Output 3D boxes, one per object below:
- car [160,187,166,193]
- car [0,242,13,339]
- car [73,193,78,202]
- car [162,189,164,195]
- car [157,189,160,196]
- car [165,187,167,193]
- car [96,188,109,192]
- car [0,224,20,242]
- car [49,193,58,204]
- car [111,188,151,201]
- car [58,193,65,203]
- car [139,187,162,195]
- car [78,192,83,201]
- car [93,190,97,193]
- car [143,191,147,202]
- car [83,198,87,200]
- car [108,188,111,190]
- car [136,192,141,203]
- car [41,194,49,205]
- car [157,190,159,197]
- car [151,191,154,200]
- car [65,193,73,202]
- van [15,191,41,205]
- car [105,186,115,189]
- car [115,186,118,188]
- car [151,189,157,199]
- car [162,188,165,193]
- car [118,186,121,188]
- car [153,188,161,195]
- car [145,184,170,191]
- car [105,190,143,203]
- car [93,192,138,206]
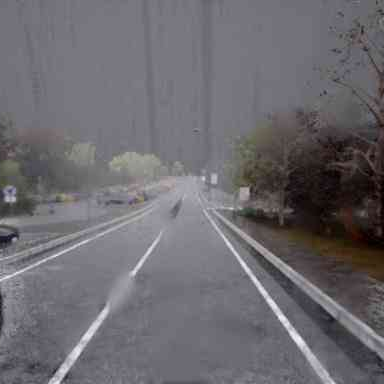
[{"bbox_3d":[-9.887,0.201,86.002,5.008,1.535,2.097,0,3,0],"label":"car"},{"bbox_3d":[-3.332,1.496,2.310,2.128,1.511,4.902,0,0,0],"label":"car"},{"bbox_3d":[-23.339,0.993,58.173,5.366,1.575,1.946,0,0,0],"label":"car"},{"bbox_3d":[-9.931,0.470,80.430,4.674,1.452,2.002,0,2,0],"label":"car"},{"bbox_3d":[-10.012,0.740,72.078,4.792,1.488,2.163,0,2,0],"label":"car"},{"bbox_3d":[-9.845,0.104,88.787,4.792,1.488,2.163,0,3,0],"label":"car"},{"bbox_3d":[-22.842,0.530,77.554,5.366,1.575,1.946,0,2,0],"label":"car"},{"bbox_3d":[-10.040,1.656,14.397,4.792,1.488,2.163,0,0,0],"label":"car"},{"bbox_3d":[-23.212,1.089,49.673,4.674,1.452,2.002,0,0,0],"label":"car"},{"bbox_3d":[-10.120,0.777,55.353,5.566,2.045,2.435,0,0,0],"label":"car"},{"bbox_3d":[-23.219,1.070,52.585,4.792,1.488,2.163,0,0,0],"label":"car"},{"bbox_3d":[-9.978,0.407,77.638,4.553,1.767,2.185,0,2,0],"label":"car"},{"bbox_3d":[-23.107,0.990,60.828,4.792,1.488,2.163,0,1,0],"label":"car"},{"bbox_3d":[-23.075,0.783,69.325,4.892,1.521,2.231,0,1,0],"label":"car"},{"bbox_3d":[-10.105,1.046,52.561,5.008,1.535,2.097,0,0,0],"label":"car"},{"bbox_3d":[-23.113,0.910,63.618,5.008,1.535,2.097,0,1,0],"label":"car"},{"bbox_3d":[-23.015,0.431,80.343,5.008,1.535,2.097,0,2,0],"label":"car"},{"bbox_3d":[-10.175,1.085,46.996,4.792,1.488,2.163,0,0,0],"label":"car"},{"bbox_3d":[-23.230,1.089,46.888,4.674,1.452,2.002,0,0,0],"label":"car"},{"bbox_3d":[-9.972,0.816,69.292,4.792,1.488,2.163,0,2,0],"label":"car"},{"bbox_3d":[-10.026,0.993,60.923,4.792,1.488,2.163,0,1,0],"label":"car"},{"bbox_3d":[-23.357,1.020,55.378,5.366,1.575,1.946,0,0,0],"label":"car"},{"bbox_3d":[-23.118,0.826,44.213,4.442,1.987,1.878,1,0,0],"label":"van"},{"bbox_3d":[-23.019,0.070,83.120,5.566,2.045,2.435,0,2,0],"label":"car"},{"bbox_3d":[-22.986,-0.048,88.701,4.553,1.767,2.185,0,3,0],"label":"car"},{"bbox_3d":[-9.988,0.729,66.501,4.553,1.767,2.185,0,1,0],"label":"car"},{"bbox_3d":[-9.904,0.320,83.215,5.008,1.535,2.097,0,2,0],"label":"car"},{"bbox_3d":[-22.931,-0.057,91.488,5.008,1.535,2.097,0,3,0],"label":"car"},{"bbox_3d":[-9.996,0.501,74.860,4.553,1.767,2.185,0,2,0],"label":"car"},{"bbox_3d":[-9.866,-0.449,94.336,5.566,2.045,2.435,0,3,0],"label":"car"},{"bbox_3d":[-10.159,0.928,49.782,4.553,1.767,2.185,0,0,0],"label":"car"},{"bbox_3d":[-10.135,1.085,44.212,4.792,1.488,2.163,0,0,0],"label":"car"}]
